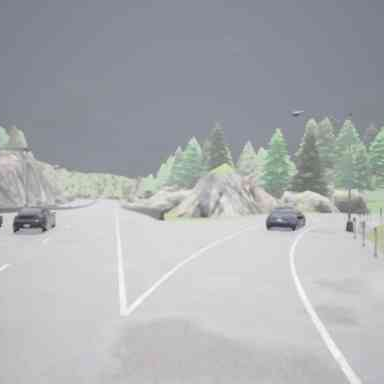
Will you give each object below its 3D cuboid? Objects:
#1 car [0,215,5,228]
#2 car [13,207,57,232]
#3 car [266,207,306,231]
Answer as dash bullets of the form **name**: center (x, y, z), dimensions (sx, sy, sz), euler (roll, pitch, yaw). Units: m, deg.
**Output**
- **car**: center (-13.587, 1.742, 21.253), dimensions (1.994, 1.385, 4.181), euler (0, -1, -13)
- **car**: center (-10.055, 1.706, 21.517), dimensions (1.837, 1.490, 4.892), euler (0, 0, -13)
- **car**: center (6.461, 1.738, 22.657), dimensions (1.994, 1.385, 4.181), euler (0, 0, 28)
